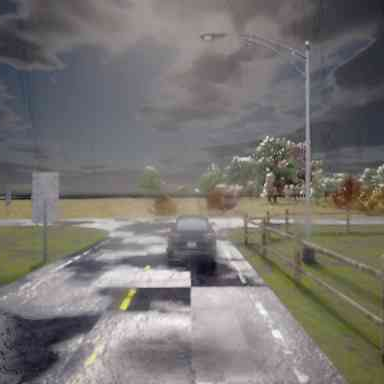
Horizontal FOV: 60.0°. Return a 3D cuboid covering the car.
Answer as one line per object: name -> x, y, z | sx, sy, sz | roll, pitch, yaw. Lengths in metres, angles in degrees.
car -> 0.020, 1.664, 13.665 | 1.812, 1.442, 4.674 | 0, -1, 1
